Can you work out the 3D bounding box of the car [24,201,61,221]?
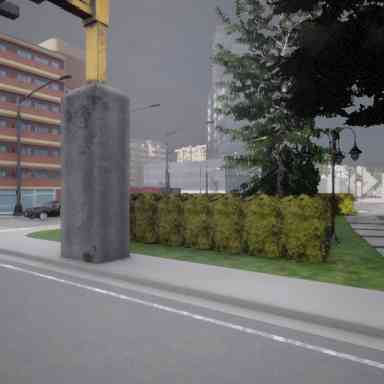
[{"bbox_3d":[-11.456,1.474,27.959,1.882,1.535,5.008,0,0,36],"label":"car"}]
